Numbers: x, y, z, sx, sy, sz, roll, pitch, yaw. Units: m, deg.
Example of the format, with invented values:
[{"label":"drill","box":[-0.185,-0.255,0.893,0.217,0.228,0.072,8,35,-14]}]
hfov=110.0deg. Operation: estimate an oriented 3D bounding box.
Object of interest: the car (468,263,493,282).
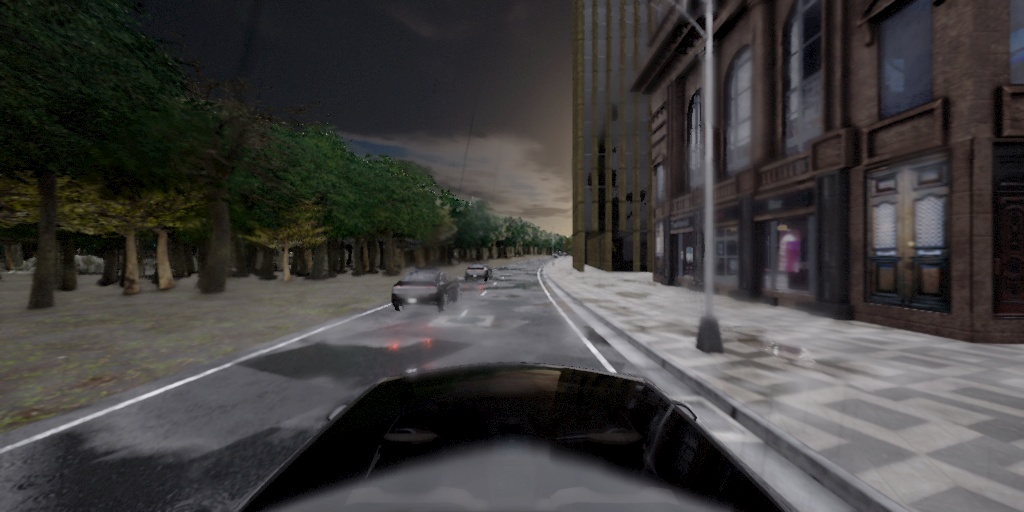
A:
[{"label":"car","box":[-2.756,1.351,30.385,2.128,1.511,4.902,0,0,3]}]

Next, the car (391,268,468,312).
[{"label":"car","box":[-3.295,1.291,14.428,2.128,1.511,4.902,0,0,1]}]
